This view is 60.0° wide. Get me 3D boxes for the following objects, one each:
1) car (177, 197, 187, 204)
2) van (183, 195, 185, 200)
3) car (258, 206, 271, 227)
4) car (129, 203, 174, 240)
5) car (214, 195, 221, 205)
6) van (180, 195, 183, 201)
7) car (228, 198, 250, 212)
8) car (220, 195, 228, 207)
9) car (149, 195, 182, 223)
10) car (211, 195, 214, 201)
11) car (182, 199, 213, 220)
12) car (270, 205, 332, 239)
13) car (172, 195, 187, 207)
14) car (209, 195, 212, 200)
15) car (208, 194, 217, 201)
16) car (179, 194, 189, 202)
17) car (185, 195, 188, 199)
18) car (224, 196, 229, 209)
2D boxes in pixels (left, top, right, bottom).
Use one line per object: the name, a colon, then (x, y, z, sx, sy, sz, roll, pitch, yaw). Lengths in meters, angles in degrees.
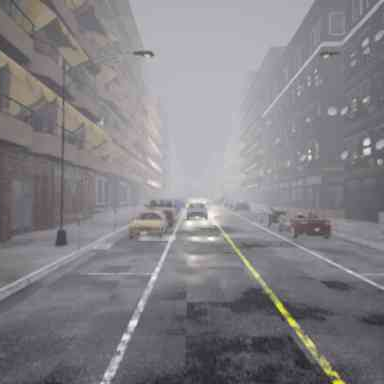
car: (-2.025, 1.741, 67.302, 1.947, 1.339, 4.313, 2, 0, 0)
van: (-2.088, 1.415, 39.650, 1.690, 1.788, 3.998, 2, 0, 0)
car: (5.745, 1.601, 22.976, 2.008, 1.369, 4.403, 2, 0, 0)
car: (-2.149, 1.547, 17.358, 1.752, 1.417, 4.829, 2, 0, 0)
car: (5.814, 1.486, 61.692, 2.192, 1.841, 5.009, 1, 0, 0)
van: (-2.101, 1.398, 34.118, 1.690, 1.788, 3.998, 2, 0, 0)
car: (5.787, 1.637, 39.568, 1.887, 1.381, 4.507, 1, 0, 0)
car: (5.825, 1.569, 50.630, 1.967, 1.590, 4.097, 1, 0, 0)
car: (-2.128, 1.347, 23.060, 2.192, 1.841, 5.009, 2, 0, 0)
car: (5.838, 1.660, 72.755, 1.967, 1.590, 4.097, 1, 0, 0)
car: (0.425, 1.598, 28.983, 2.033, 1.411, 5.357, 0, 0, 0)
car: (5.731, 1.585, 17.444, 1.887, 1.381, 4.507, 2, 0, 0)
car: (-2.046, 1.446, 56.241, 2.192, 1.841, 5.009, 2, 0, 0)
car: (5.862, 1.857, 83.817, 1.802, 1.307, 4.206, 1, 0, 0)
car: (5.896, 1.655, 94.881, 2.192, 1.841, 5.009, 1, 0, 0)
car: (-1.977, 1.572, 83.893, 2.192, 1.841, 5.009, 1, 0, 0)
car: (-2.060, 1.426, 50.711, 2.192, 1.841, 5.009, 2, 0, 0)
car: (5.801, 1.655, 45.098, 1.887, 1.381, 4.507, 1, 0, 0)
